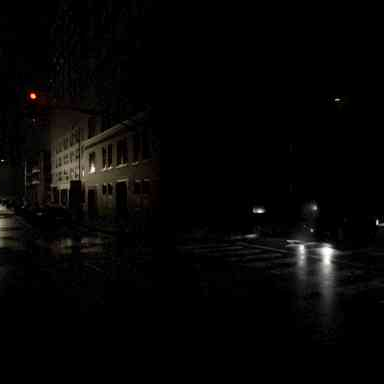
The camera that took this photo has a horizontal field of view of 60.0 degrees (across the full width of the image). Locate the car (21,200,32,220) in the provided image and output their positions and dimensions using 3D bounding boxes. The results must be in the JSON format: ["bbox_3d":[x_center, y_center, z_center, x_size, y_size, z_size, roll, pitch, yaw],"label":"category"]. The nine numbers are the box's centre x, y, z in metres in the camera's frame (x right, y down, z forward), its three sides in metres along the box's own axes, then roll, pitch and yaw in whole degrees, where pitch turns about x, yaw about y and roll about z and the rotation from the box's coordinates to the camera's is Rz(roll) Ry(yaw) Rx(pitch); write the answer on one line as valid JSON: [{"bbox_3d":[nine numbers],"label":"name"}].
[{"bbox_3d":[-11.753,1.547,25.705,1.887,1.381,4.507,1,0,-32],"label":"car"}]

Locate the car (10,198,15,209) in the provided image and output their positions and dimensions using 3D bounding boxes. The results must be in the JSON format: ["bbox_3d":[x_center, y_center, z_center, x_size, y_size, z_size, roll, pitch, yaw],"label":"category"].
[{"bbox_3d":[-17.665,1.547,35.054,1.887,1.381,4.507,1,0,-32],"label":"car"}]

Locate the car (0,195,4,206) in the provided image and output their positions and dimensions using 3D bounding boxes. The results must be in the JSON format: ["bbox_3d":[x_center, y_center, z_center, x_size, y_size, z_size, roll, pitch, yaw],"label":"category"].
[{"bbox_3d":[-29.490,1.550,53.752,2.008,1.369,4.403,1,0,-32],"label":"car"}]

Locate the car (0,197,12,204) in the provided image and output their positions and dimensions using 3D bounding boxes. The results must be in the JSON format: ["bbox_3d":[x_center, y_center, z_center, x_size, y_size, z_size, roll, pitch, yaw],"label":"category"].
[{"bbox_3d":[-35.402,1.562,63.101,1.947,1.339,4.313,1,0,-32],"label":"car"}]

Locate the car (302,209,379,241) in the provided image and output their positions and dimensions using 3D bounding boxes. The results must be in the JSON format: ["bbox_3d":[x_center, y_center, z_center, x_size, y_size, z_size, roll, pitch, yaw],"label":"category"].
[{"bbox_3d":[7.930,1.668,17.625,4.892,1.490,1.837,0,-1,-33],"label":"car"}]

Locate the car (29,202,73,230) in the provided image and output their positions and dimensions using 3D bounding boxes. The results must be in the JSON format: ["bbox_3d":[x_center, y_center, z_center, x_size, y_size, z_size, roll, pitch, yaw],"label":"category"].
[{"bbox_3d":[-8.797,1.568,21.031,1.947,1.339,4.313,1,0,-32],"label":"car"}]

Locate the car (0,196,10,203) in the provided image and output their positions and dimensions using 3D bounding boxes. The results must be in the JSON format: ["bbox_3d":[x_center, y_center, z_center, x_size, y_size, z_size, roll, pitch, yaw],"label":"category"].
[{"bbox_3d":[-38.359,1.576,67.775,1.802,1.307,4.206,1,0,-32],"label":"car"}]

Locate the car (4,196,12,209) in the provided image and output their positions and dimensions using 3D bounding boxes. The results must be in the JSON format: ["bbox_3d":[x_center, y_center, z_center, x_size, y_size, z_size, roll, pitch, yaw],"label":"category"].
[{"bbox_3d":[-23.578,1.567,44.403,1.947,1.339,4.313,1,0,-32],"label":"car"}]

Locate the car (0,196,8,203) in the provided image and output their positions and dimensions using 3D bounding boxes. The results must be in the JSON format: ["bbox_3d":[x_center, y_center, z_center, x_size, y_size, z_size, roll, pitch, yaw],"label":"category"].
[{"bbox_3d":[-41.315,1.559,72.450,1.947,1.339,4.313,1,0,-32],"label":"car"}]

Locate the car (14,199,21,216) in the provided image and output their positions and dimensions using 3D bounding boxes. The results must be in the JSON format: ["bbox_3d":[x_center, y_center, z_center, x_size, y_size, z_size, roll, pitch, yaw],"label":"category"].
[{"bbox_3d":[-14.709,1.553,30.380,2.008,1.369,4.403,1,0,-32],"label":"car"}]
